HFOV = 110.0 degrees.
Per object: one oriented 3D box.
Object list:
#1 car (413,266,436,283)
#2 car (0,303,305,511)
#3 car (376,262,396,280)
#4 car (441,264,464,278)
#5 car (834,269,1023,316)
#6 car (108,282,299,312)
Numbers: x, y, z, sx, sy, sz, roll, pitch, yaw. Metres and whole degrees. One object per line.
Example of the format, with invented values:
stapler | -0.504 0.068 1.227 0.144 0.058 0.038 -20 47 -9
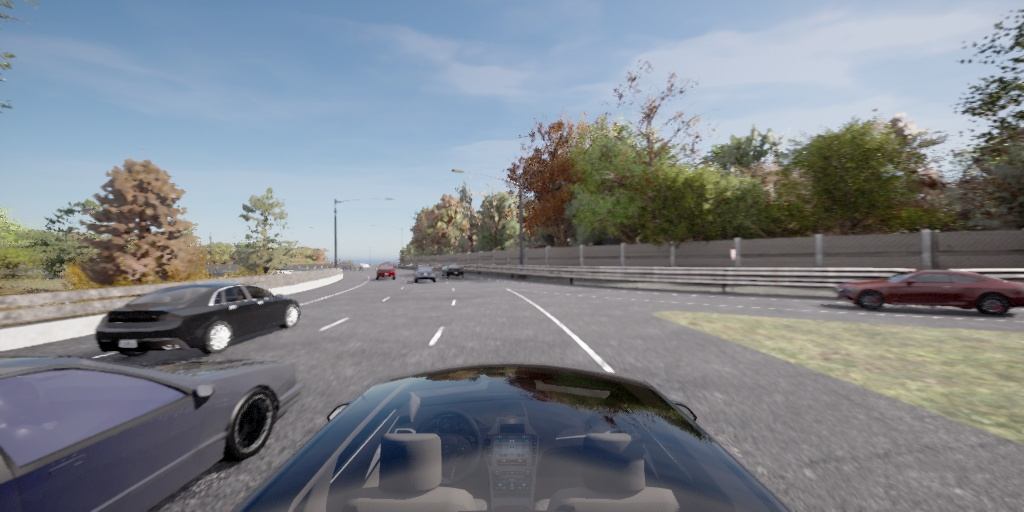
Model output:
car | -8.209 1.688 33.670 2.033 1.411 5.357 -1 -1 -16
car | -3.503 1.342 1.998 2.033 1.411 5.357 -1 -1 0
car | -13.876 1.739 39.510 1.882 1.535 5.008 0 -1 -20
car | -6.744 1.662 40.378 1.882 1.535 5.008 0 -1 -19
car | 14.622 1.201 12.790 4.674 1.442 1.812 -1 -1 31
car | -7.326 1.410 9.113 1.837 1.490 4.892 -1 -1 -4
